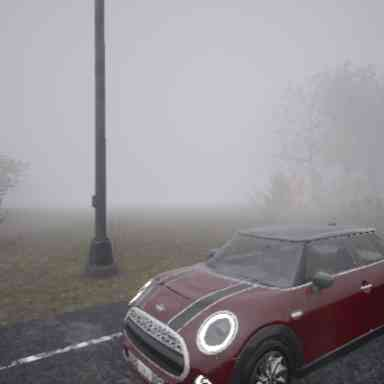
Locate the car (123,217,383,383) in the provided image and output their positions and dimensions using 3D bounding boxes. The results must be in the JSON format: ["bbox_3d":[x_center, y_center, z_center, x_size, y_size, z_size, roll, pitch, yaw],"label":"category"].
[{"bbox_3d":[1.309,1.331,4.932,4.553,1.767,2.097,0,0,-36],"label":"car"}]
